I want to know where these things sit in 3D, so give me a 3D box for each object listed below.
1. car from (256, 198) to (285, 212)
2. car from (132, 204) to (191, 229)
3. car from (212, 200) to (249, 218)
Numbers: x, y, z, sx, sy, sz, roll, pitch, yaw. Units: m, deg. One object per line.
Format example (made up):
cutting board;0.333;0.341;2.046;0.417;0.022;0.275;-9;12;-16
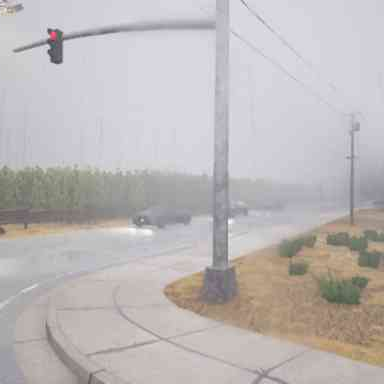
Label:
car;9.135;1.443;38.247;2.033;1.411;5.357;1;0;33
car;-1.822;1.468;21.121;1.994;1.385;4.181;1;0;33
car;3.522;1.426;29.455;1.812;1.442;4.674;1;0;32
